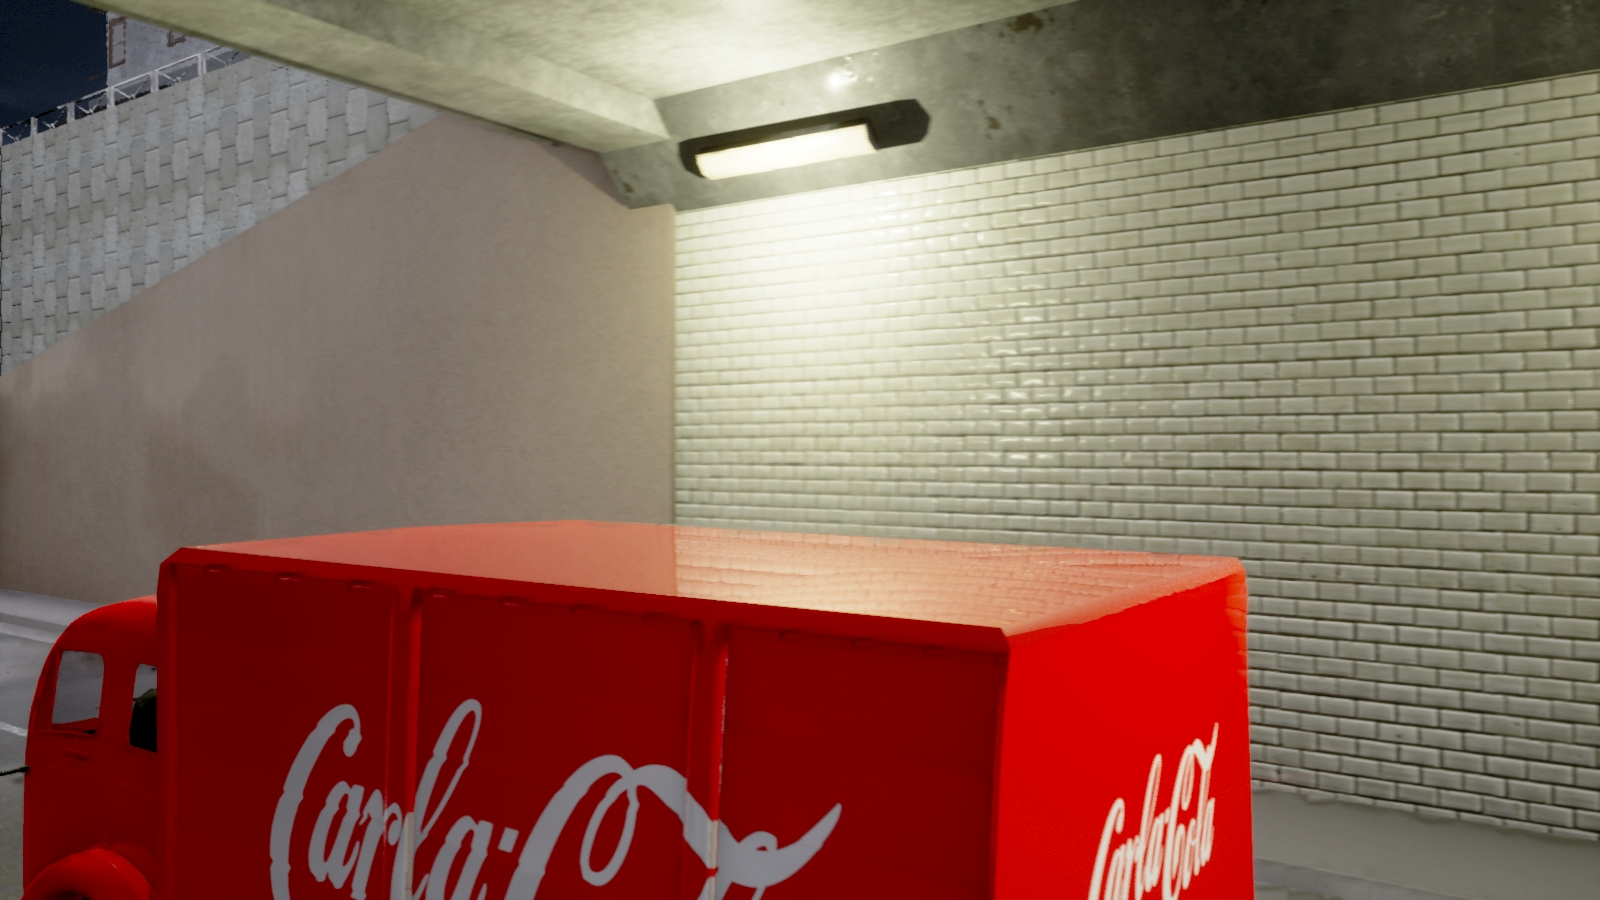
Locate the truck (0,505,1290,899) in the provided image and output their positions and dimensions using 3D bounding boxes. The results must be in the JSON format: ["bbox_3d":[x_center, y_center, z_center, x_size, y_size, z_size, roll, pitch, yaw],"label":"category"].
[{"bbox_3d":[-1.107,1.565,4.563,5.204,2.467,2.627,0,0,35],"label":"truck"}]
